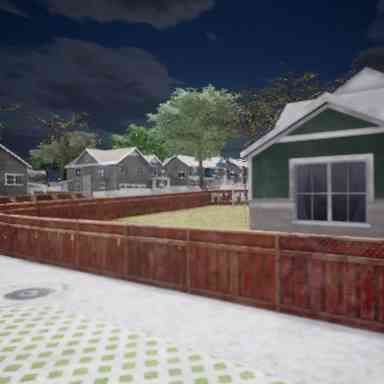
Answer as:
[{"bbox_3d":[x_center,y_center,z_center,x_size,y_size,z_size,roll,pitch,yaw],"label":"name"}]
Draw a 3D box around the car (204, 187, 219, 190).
[{"bbox_3d":[2.756,0.052,49.297,2.128,1.511,4.902,0,2,36],"label":"car"}]
